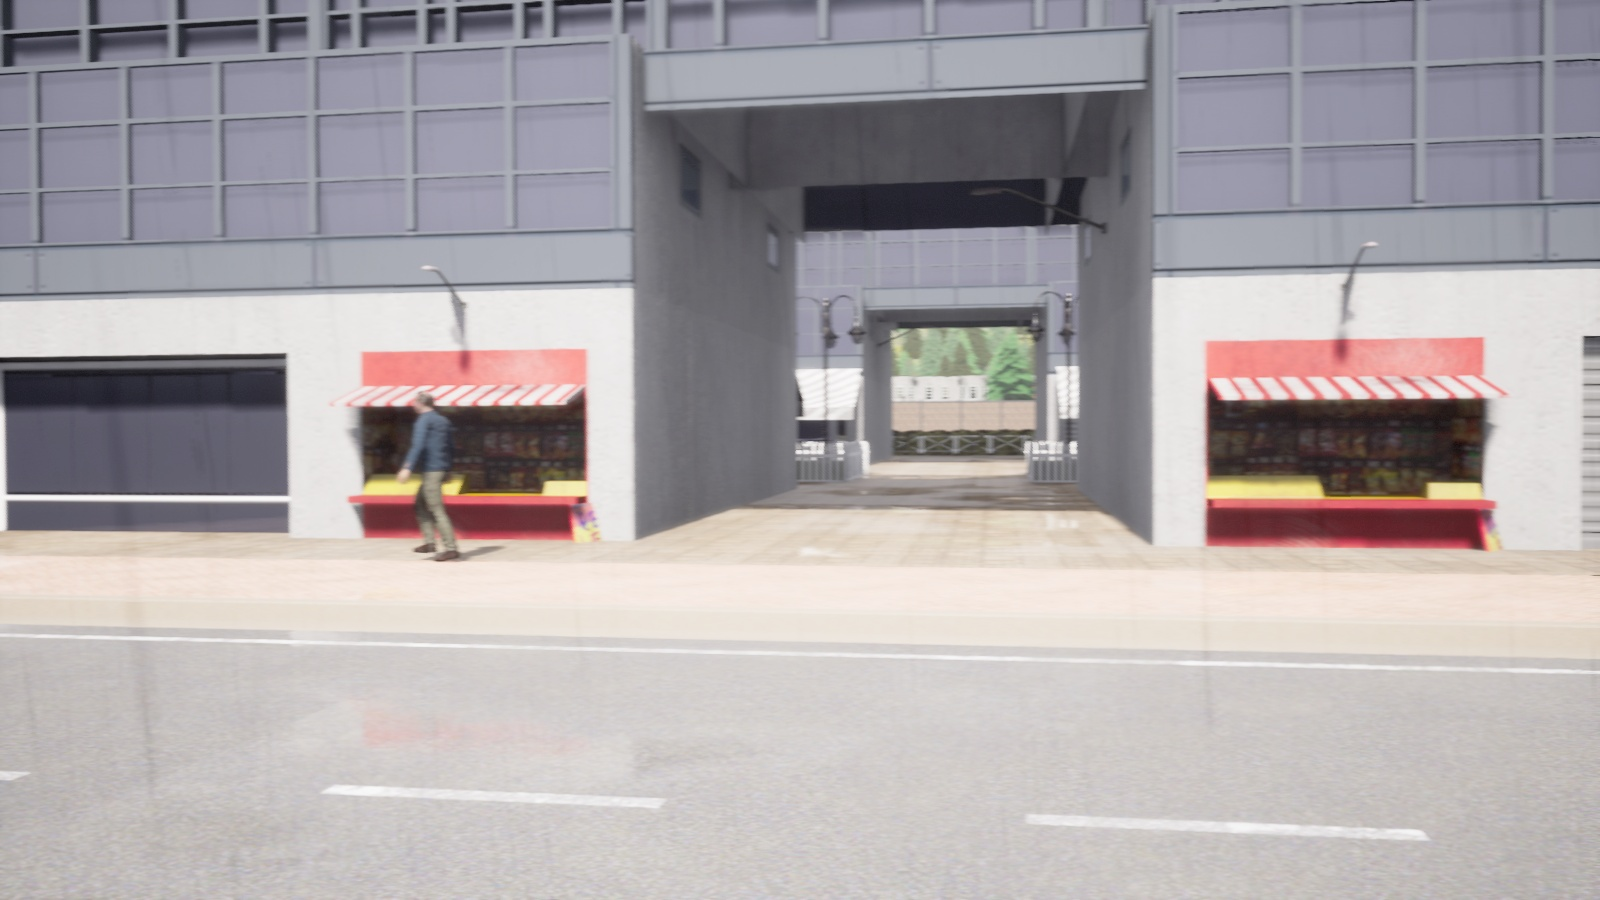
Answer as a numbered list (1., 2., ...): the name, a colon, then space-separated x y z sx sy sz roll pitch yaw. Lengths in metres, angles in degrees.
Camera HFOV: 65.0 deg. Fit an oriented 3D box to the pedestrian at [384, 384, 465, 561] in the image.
1. pedestrian: -3.989 0.232 13.353 0.726 1.842 0.402 0 1 14
